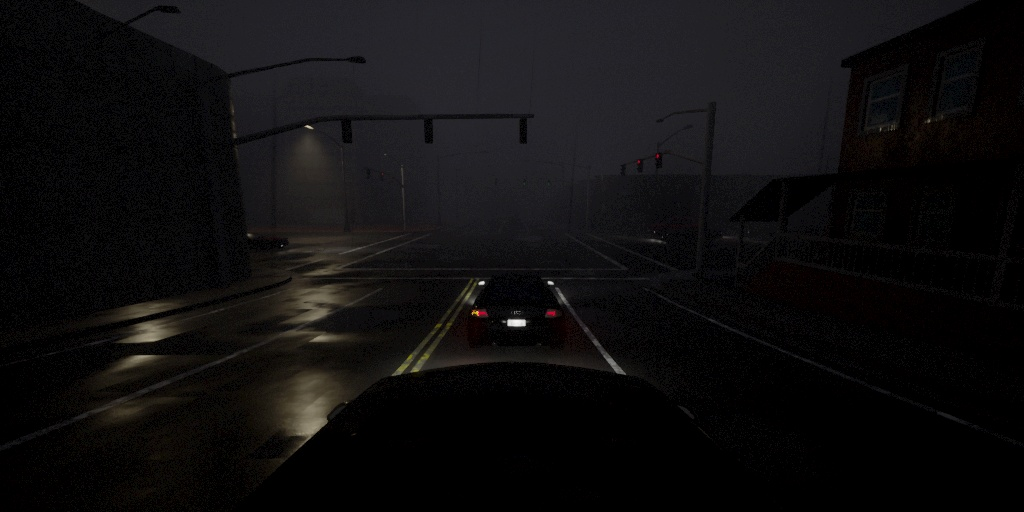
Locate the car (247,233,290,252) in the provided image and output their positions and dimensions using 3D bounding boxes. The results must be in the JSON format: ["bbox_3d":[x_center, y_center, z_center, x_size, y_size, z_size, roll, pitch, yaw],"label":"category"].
[{"bbox_3d":[-19.530,-1.085,26.976,4.718,1.301,1.895,0,8,0],"label":"car"}]

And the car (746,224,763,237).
[{"bbox_3d":[27.043,-2.731,37.201,4.902,1.511,2.128,0,8,0],"label":"car"}]

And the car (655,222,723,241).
[{"bbox_3d":[16.877,-2.170,33.825,5.357,1.411,2.033,0,8,0],"label":"car"}]

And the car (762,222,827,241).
[{"bbox_3d":[26.974,-2.233,33.735,5.008,1.535,1.882,0,8,0],"label":"car"}]

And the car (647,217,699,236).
[{"bbox_3d":[17.014,-3.001,37.239,5.566,2.045,2.150,0,8,0],"label":"car"}]

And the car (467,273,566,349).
[{"bbox_3d":[0.102,1.093,8.658,1.994,1.385,4.181,0,3,0],"label":"car"}]
